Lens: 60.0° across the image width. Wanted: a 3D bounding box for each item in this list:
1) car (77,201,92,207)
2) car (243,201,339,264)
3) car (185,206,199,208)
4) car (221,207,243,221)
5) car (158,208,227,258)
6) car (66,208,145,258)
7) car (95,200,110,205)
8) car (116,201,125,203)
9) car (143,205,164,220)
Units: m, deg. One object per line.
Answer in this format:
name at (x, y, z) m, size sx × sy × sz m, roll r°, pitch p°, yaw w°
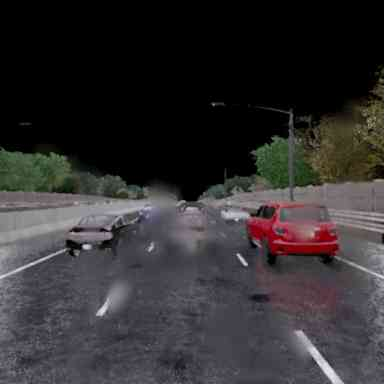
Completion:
car at (-20.988, 2.499, 65.293) m, size 2.128 × 1.511 × 4.902 m, roll 0°, pitch -1°, yaw 0°
car at (3.515, 1.360, 12.587) m, size 2.150 × 2.045 × 5.566 m, roll 0°, pitch 0°, yaw 0°
car at (0.026, 1.868, 28.353) m, size 1.994 × 1.385 × 4.181 m, roll 0°, pitch -1°, yaw 1°
car at (3.525, 1.904, 28.259) m, size 1.895 × 1.301 × 4.718 m, roll 0°, pitch -1°, yaw 1°
car at (0.024, 1.638, 13.497) m, size 2.128 × 1.511 × 4.902 m, roll 0°, pitch 0°, yaw 0°
car at (-3.476, 1.638, 13.497) m, size 2.128 × 1.511 × 4.902 m, roll 0°, pitch 0°, yaw 0°
car at (-17.494, 2.333, 65.362) m, size 2.097 × 1.767 × 4.553 m, roll 0°, pitch -1°, yaw 0°
car at (-13.995, 2.456, 65.321) m, size 1.882 × 1.535 × 5.008 m, roll 0°, pitch -1°, yaw 0°
car at (-3.469, 1.835, 28.892) m, size 1.812 × 1.442 × 4.674 m, roll 0°, pitch 0°, yaw 0°
